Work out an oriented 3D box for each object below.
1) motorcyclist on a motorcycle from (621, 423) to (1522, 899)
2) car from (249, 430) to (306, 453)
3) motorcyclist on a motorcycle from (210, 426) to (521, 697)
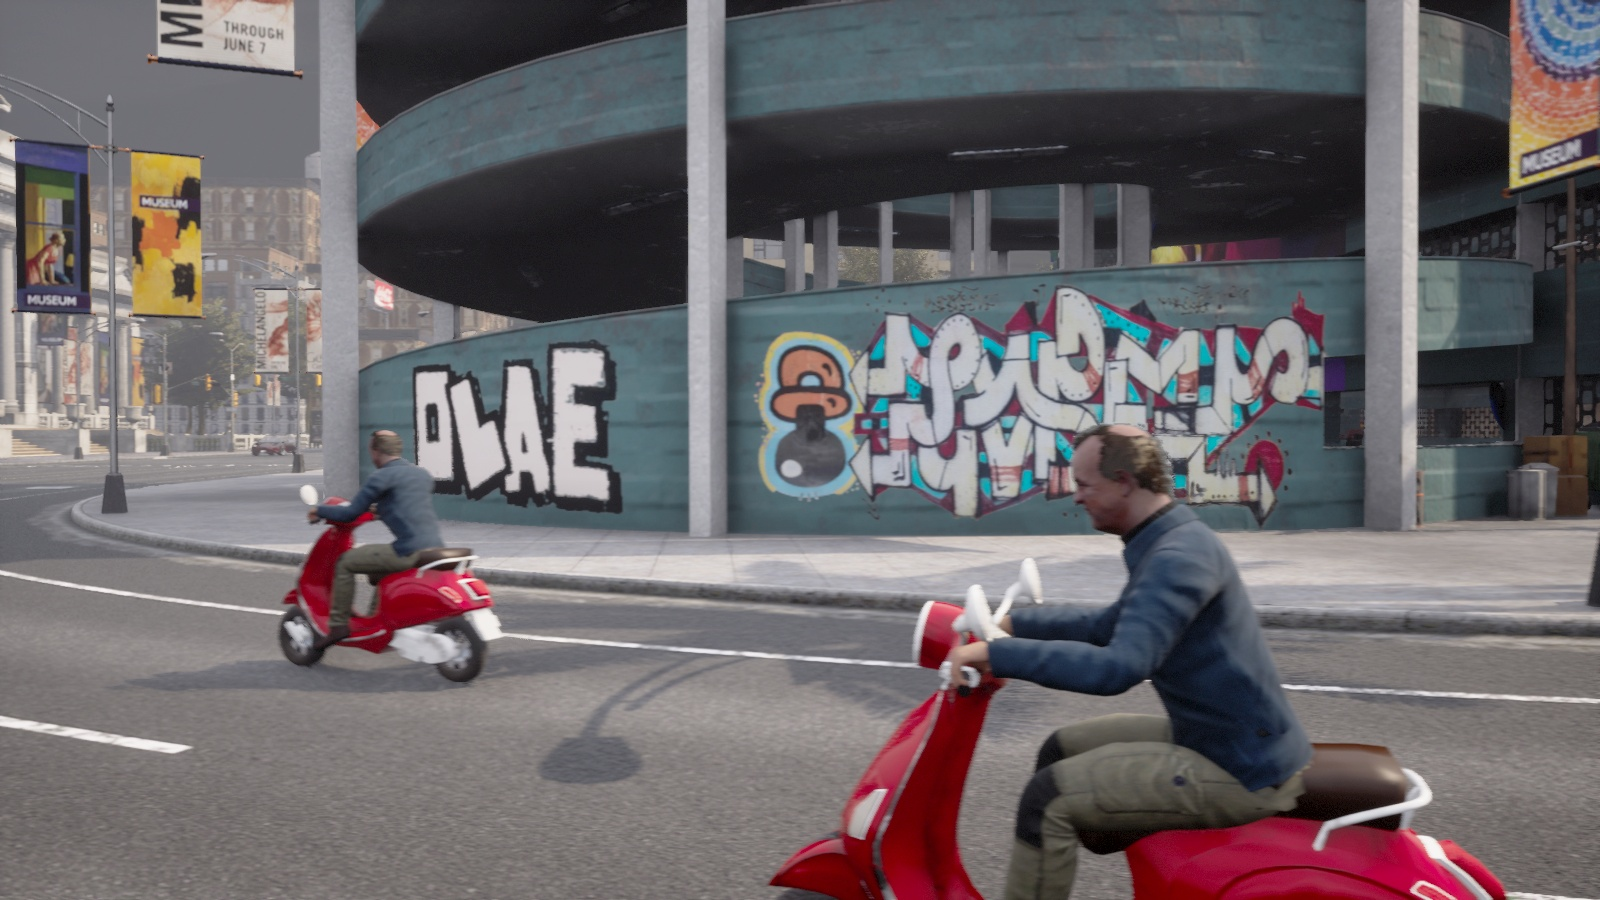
[{"bbox_3d":[0.588,0.738,3.008,1.817,1.590,0.866,0,0,17],"label":"motorcyclist on a motorcycle"},{"bbox_3d":[-35.697,-0.605,85.856,2.163,1.488,4.792,0,1,-4],"label":"car"},{"bbox_3d":[-2.826,0.647,8.162,1.817,1.590,0.866,1,0,25],"label":"motorcyclist on a motorcycle"}]
